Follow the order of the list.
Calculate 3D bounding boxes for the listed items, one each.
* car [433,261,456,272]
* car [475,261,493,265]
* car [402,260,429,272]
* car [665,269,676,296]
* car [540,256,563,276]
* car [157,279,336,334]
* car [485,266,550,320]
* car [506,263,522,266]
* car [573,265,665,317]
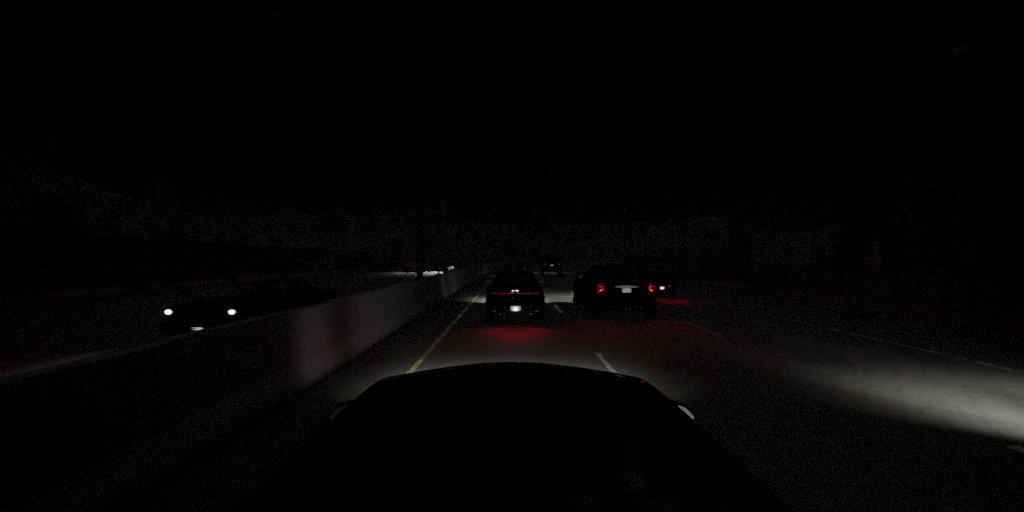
[{"bbox_3d":[-8.821,1.334,47.149,1.994,1.385,4.181,0,0,11],"label":"car"},{"bbox_3d":[-3.975,1.365,53.217,1.895,1.301,4.718,0,0,14],"label":"car"},{"bbox_3d":[-12.458,1.253,46.671,1.882,1.535,5.008,0,0,10],"label":"car"},{"bbox_3d":[7.106,1.258,19.388,1.837,1.490,4.892,0,0,0],"label":"car"},{"bbox_3d":[4.070,0.970,37.180,2.150,2.045,5.566,0,0,5],"label":"car"},{"bbox_3d":[-7.096,1.354,10.299,1.895,1.301,4.718,0,0,0],"label":"car"},{"bbox_3d":[0.103,1.257,12.688,1.837,1.490,4.892,0,0,0],"label":"car"},{"bbox_3d":[0.192,1.303,30.930,2.033,1.411,5.357,0,0,2],"label":"car"},{"bbox_3d":[3.604,1.104,13.372,2.097,1.767,4.553,0,0,0],"label":"car"}]
